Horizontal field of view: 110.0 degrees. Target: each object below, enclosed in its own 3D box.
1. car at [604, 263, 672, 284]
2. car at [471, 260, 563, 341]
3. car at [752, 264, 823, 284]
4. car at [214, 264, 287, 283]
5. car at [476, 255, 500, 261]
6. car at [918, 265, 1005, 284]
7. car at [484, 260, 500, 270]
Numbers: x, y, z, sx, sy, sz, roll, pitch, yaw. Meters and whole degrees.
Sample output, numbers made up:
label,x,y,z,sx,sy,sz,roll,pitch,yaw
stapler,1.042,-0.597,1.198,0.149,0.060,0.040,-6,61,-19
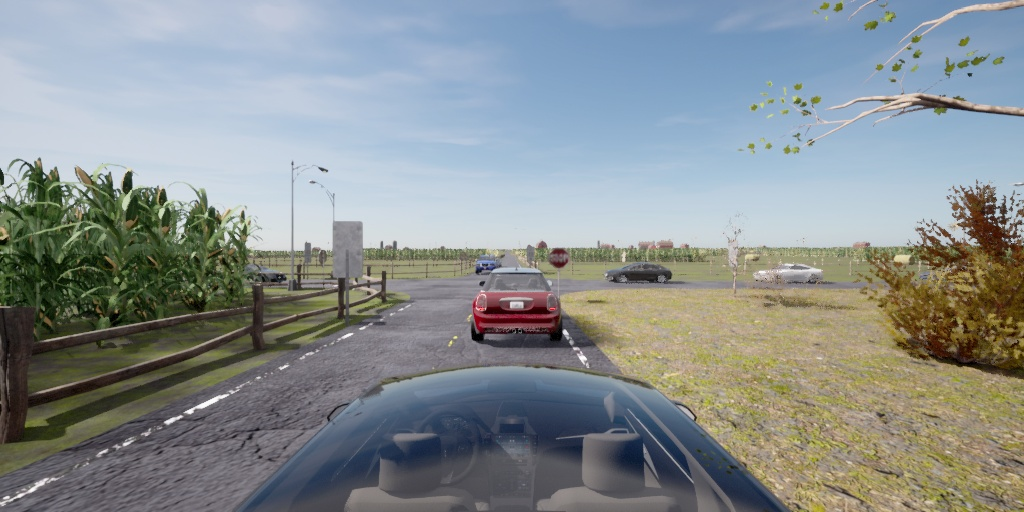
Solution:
label,x,y,z,sx,sy,sz,roll,pitch,yaw
car,9.403,1.262,26.842,4.892,1.490,1.837,0,0,-3
car,0.110,1.100,10.017,2.097,1.767,4.553,0,0,0
car,20.733,1.316,27.063,4.674,1.442,1.812,0,0,0
car,-17.592,1.252,24.064,4.181,1.385,1.994,0,0,0
car,-2.821,0.926,40.742,2.150,2.045,5.566,0,0,1
car,34.189,1.375,27.073,5.357,1.411,2.033,0,0,0
car,-2.772,1.242,50.668,1.994,1.385,4.181,0,0,0
